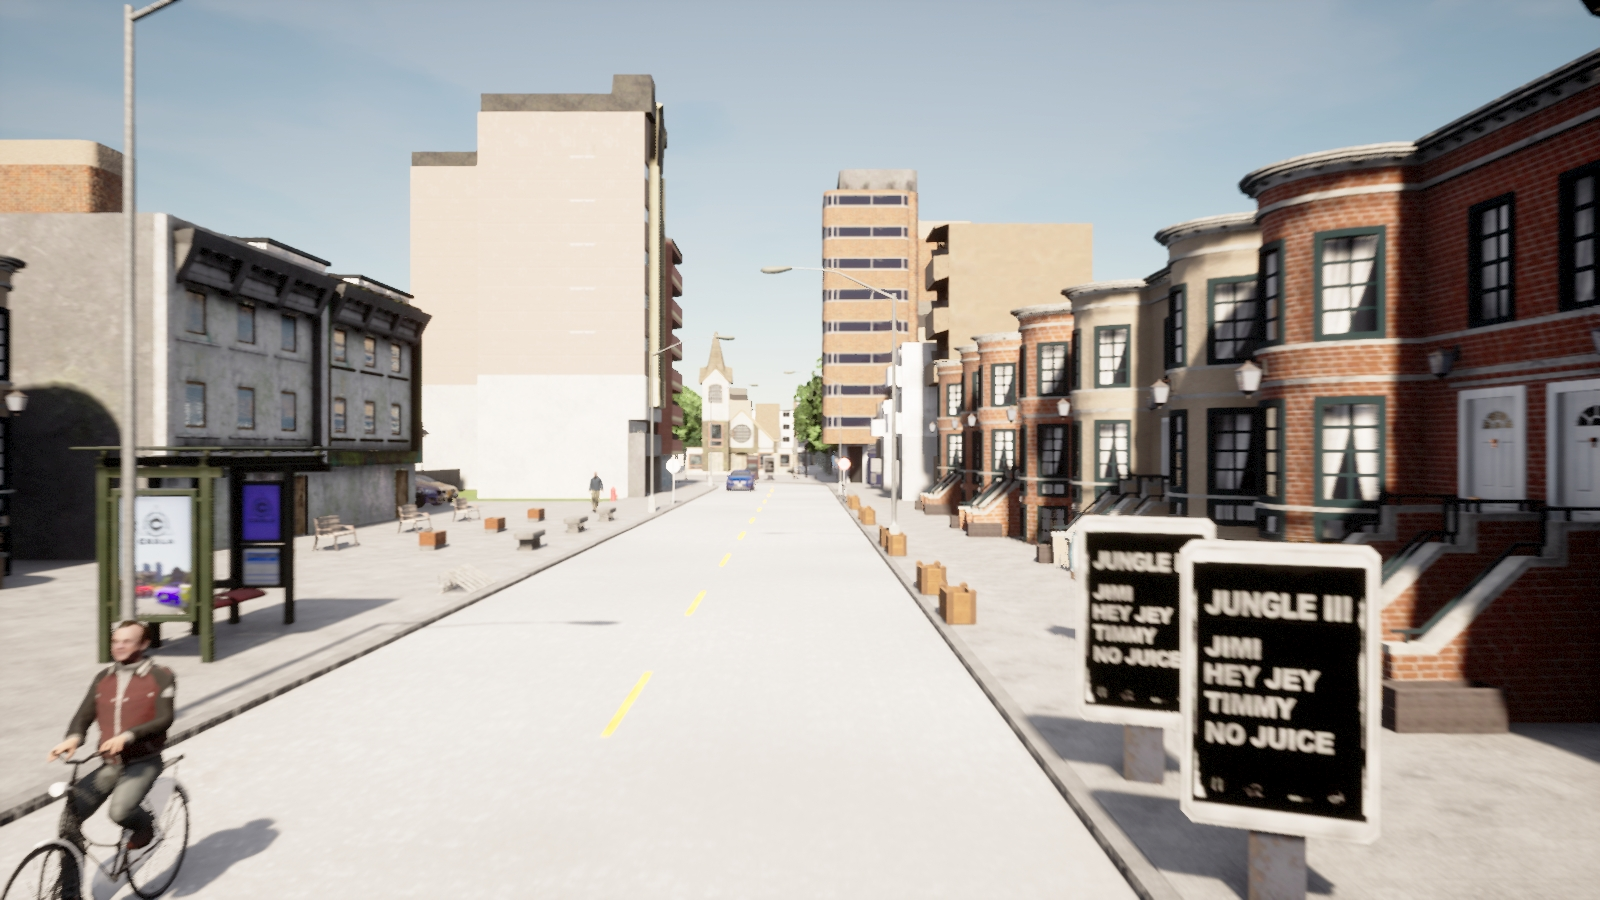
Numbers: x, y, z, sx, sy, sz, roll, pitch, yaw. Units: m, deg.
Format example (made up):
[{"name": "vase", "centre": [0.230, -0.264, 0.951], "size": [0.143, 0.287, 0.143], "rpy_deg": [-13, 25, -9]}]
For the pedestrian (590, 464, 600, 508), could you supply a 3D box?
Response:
[{"name": "pedestrian", "centre": [-8.751, 1.526, 48.862], "size": [0.375, 1.860, 0.375], "rpy_deg": [0, 0, -3]}]

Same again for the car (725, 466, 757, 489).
[{"name": "car", "centre": [-4.035, 1.861, 78.244], "size": [2.002, 1.442, 4.674], "rpy_deg": [0, 0, -1]}]
